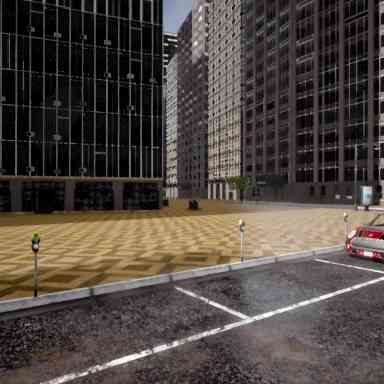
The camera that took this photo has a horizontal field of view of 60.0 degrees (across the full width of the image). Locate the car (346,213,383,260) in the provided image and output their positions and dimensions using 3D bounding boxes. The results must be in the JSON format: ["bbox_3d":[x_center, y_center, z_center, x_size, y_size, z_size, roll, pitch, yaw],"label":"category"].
[{"bbox_3d":[7.205,1.437,11.691,4.097,1.590,1.967,0,0,-35],"label":"car"}]
